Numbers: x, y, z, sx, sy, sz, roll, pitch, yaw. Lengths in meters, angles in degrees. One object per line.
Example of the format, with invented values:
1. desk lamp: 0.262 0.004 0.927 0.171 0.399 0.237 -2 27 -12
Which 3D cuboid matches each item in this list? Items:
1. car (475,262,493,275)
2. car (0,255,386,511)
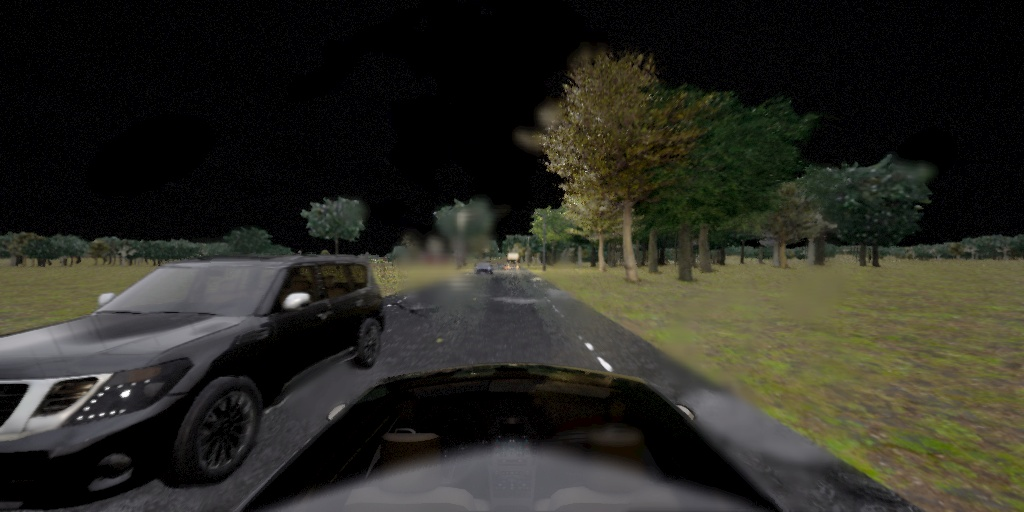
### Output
1. car: -3.552 1.544 46.349 2.097 1.767 4.553 0 -1 0
2. car: -3.598 0.995 4.983 2.150 2.045 5.566 0 0 0
